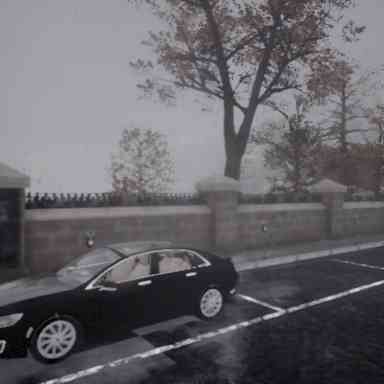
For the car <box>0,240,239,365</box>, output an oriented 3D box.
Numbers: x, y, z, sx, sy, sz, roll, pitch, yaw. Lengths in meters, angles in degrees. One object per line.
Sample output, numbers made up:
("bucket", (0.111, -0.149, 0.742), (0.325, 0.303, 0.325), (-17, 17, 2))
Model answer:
("car", (-1.138, 1.573, 5.753), (4.403, 1.369, 2.008), (1, -1, -36))
